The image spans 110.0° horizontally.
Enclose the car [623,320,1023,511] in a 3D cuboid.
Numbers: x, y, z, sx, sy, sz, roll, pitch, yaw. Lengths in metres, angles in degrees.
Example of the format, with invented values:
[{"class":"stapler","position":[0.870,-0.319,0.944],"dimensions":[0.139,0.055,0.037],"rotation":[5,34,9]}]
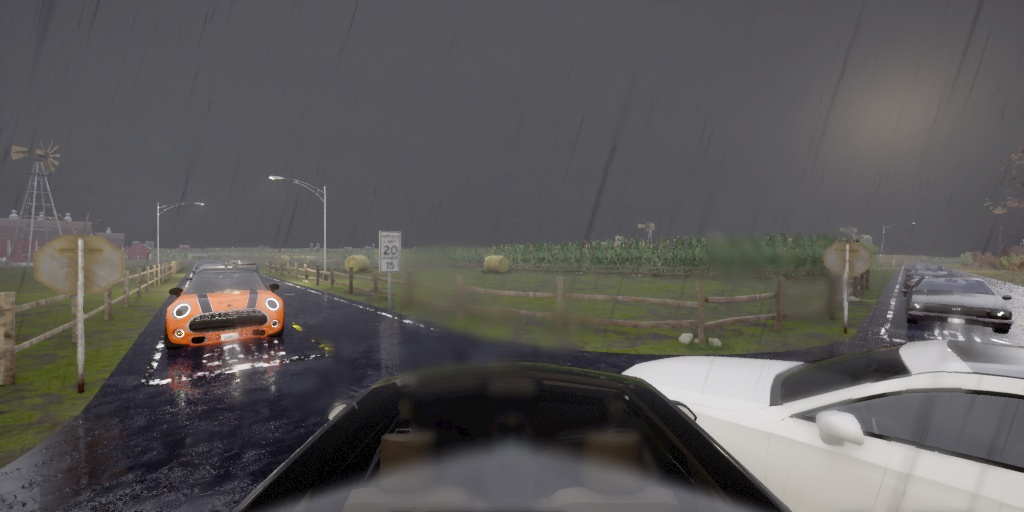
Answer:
[{"class":"car","position":[2.861,1.293,2.215],"dimensions":[1.812,1.442,4.674],"rotation":[0,1,-43]}]

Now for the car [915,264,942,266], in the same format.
[{"class":"car","position":[28.690,1.305,24.777],"dimensions":[4.902,1.511,2.128],"rotation":[0,1,-42]}]

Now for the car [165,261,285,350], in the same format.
[{"class":"car","position":[-7.466,1.137,9.427],"dimensions":[2.097,1.767,4.553],"rotation":[0,0,-39]}]

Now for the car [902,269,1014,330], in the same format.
[{"class":"car","position":[13.642,1.333,11.163],"dimensions":[5.357,1.411,2.033],"rotation":[0,1,-42]}]

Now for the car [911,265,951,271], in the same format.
[{"class":"car","position":[21.050,1.361,17.870],"dimensions":[4.181,1.385,1.994],"rotation":[0,1,-43]}]

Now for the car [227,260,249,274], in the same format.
[{"class":"car","position":[-33.211,1.269,43.389],"dimensions":[1.837,1.490,4.892],"rotation":[0,0,-41]}]
